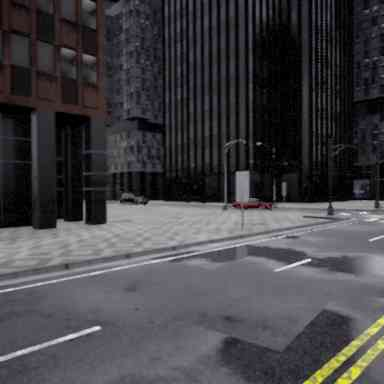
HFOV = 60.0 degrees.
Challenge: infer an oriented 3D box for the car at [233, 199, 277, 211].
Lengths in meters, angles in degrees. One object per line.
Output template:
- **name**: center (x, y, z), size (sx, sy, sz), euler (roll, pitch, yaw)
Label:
- **car**: center (6.825, 1.416, 36.184), size (1.895, 1.301, 4.718), euler (-1, 0, -44)

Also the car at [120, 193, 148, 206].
- **car**: center (-9.259, 1.172, 52.858), size (2.150, 2.045, 5.566), euler (-1, 0, -44)
